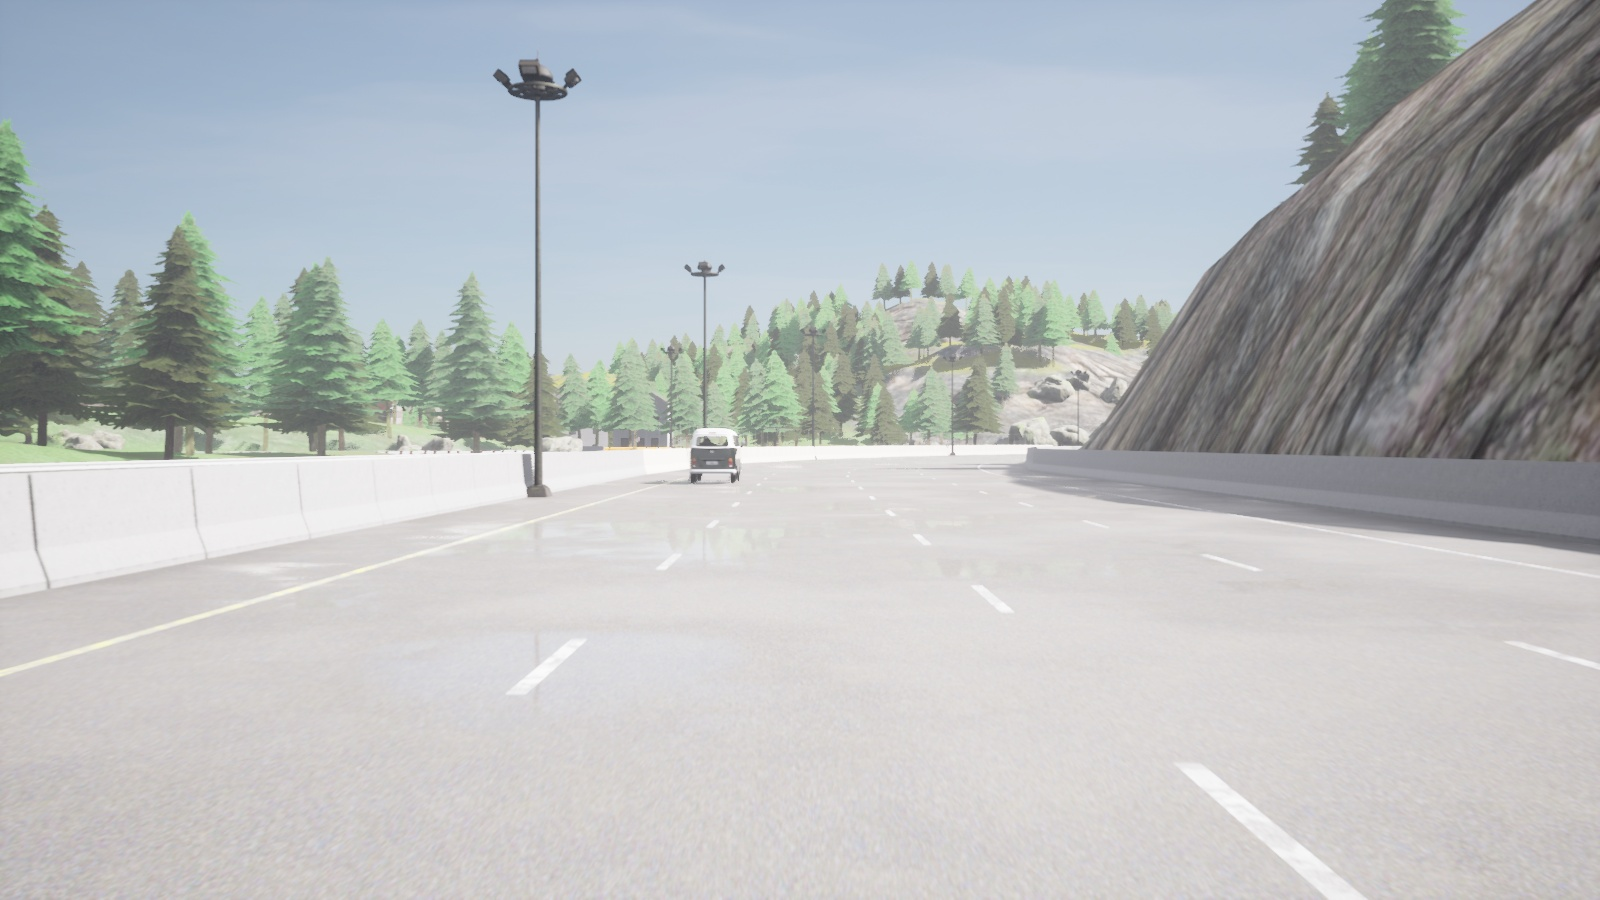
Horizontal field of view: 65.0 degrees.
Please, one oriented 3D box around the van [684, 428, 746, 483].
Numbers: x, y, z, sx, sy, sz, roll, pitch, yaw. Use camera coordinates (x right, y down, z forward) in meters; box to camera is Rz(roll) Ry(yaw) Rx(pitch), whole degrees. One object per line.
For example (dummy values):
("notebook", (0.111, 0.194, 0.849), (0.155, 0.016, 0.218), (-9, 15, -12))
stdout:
("van", (-3.209, 0.194, 48.404), (2.069, 2.038, 4.480), (0, 0, 0))
